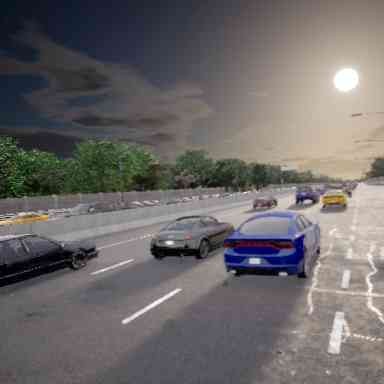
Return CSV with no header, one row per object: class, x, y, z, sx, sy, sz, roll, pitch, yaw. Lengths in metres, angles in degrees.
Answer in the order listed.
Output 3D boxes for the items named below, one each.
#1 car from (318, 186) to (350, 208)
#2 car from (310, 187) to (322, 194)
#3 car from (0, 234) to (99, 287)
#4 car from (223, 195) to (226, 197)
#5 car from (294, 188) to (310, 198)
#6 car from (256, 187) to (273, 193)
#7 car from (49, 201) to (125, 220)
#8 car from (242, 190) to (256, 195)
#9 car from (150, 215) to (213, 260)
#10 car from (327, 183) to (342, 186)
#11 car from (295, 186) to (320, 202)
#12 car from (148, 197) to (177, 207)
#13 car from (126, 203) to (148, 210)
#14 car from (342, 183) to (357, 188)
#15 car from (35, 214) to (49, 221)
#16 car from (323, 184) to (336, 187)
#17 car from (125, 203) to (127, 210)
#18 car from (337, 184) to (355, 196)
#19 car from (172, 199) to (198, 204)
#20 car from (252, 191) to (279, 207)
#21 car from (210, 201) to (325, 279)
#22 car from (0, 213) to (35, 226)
car,13.263,0.550,30.822,1.882,1.535,5.008,-4,0,27
car,28.827,-0.396,77.275,2.128,1.511,4.902,-4,0,27
car,-5.244,1.963,9.771,2.033,1.411,5.357,-4,0,27
car,8.046,0.961,82.616,2.033,1.411,5.357,-4,0,27
car,19.279,0.219,58.278,1.837,1.490,4.892,-4,0,27
car,17.360,-0.066,77.867,2.150,2.045,5.566,-4,0,27
car,-8.329,1.907,27.055,2.150,2.045,5.566,-4,0,27
car,14.280,0.300,79.494,2.097,1.767,4.553,-4,0,27
car,0.175,1.578,12.720,1.994,1.385,4.181,-4,0,27
car,34.983,-0.859,81.751,1.837,1.490,4.892,-4,0,27
car,13.604,0.292,39.278,2.150,2.045,5.566,-4,0,27
car,-3.354,1.516,44.439,2.097,1.767,4.553,-4,0,27
car,-6.463,2.198,45.963,1.895,1.301,4.718,-4,0,27
car,35.429,-0.826,74.849,1.895,1.301,4.718,-4,0,27
car,-11.081,2.462,29.289,1.994,1.385,4.181,-4,0,27
car,25.055,-0.139,61.985,1.994,1.385,4.181,-4,0,27
car,-9.701,2.361,47.315,1.837,1.490,4.892,-4,-1,27
car,23.596,-0.034,51.301,1.895,1.301,4.718,-4,0,27
car,-0.235,1.726,42.801,1.895,1.301,4.718,-4,0,27
car,7.815,1.020,35.520,1.812,1.442,4.674,-4,0,27
car,2.509,1.309,9.617,1.882,1.535,5.008,-4,0,27
car,-14.961,2.668,29.368,1.882,1.535,5.008,-4,0,27
